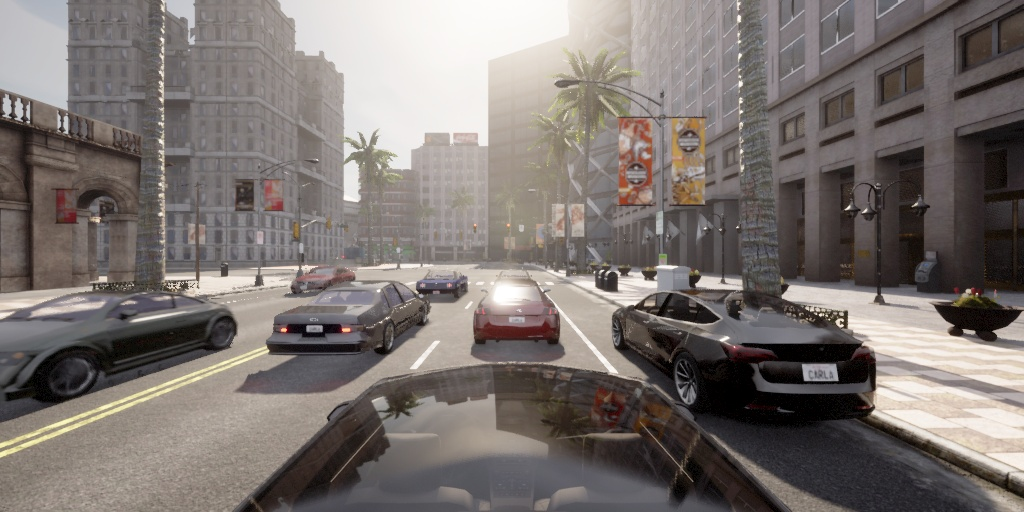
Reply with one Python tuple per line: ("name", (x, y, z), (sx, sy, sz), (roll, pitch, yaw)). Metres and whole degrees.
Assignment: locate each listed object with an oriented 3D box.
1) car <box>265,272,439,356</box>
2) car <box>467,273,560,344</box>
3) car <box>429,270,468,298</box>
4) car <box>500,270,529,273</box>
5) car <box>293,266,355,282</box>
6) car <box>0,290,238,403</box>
("car", (-3.400, 1.297, 8.686), (2.033, 1.411, 5.357), (0, 0, 0))
("car", (0.103, 1.314, 9.568), (1.994, 1.385, 4.181), (0, 0, 0))
("car", (-3.396, 1.351, 18.335), (1.895, 1.301, 4.718), (0, 0, 0))
("car", (0.105, 1.351, 18.376), (1.895, 1.301, 4.718), (0, 0, 0))
("car", (-10.495, 1.313, 20.393), (1.812, 1.442, 4.674), (0, 0, 0))
("car", (-7.088, 1.314, 6.230), (1.994, 1.385, 4.181), (0, 0, 0))
